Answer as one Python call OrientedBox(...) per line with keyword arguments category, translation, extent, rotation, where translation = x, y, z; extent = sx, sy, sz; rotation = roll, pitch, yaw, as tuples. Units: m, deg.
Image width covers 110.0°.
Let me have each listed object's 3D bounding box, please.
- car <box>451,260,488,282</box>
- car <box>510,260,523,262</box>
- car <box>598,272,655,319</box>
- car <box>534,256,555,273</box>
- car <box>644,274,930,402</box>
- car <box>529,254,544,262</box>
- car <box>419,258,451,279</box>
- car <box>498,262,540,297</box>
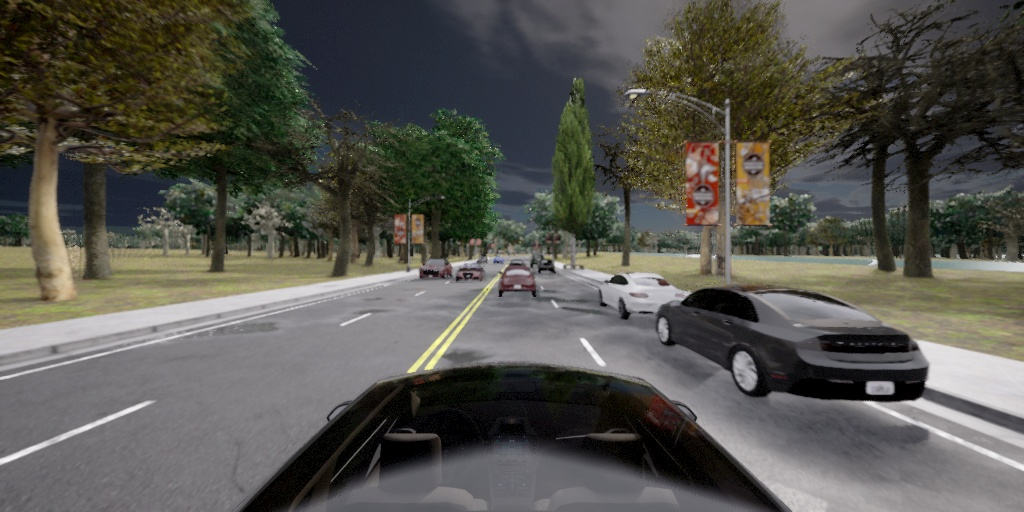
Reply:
OrientedBox(category="car", translation=(-3.071, 1.213, 27.208), extent=(1.994, 1.385, 4.181), rotation=(0, 0, 1))
OrientedBox(category="car", translation=(0.495, 1.120, 37.135), extent=(1.837, 1.490, 4.892), rotation=(0, 0, 1))
OrientedBox(category="car", translation=(4.330, 1.267, 12.543), extent=(1.812, 1.442, 4.674), rotation=(0, 0, 1))
OrientedBox(category="car", translation=(3.749, 1.119, 40.208), extent=(1.837, 1.490, 4.892), rotation=(0, 1, 1))
OrientedBox(category="car", translation=(4.260, 1.264, 6.544), extent=(1.837, 1.490, 4.892), rotation=(0, 0, 1))
OrientedBox(category="car", translation=(3.848, 0.728, 54.253), extent=(2.150, 2.045, 5.566), rotation=(0, 0, 1))
OrientedBox(category="car", translation=(-6.286, 0.971, 30.076), extent=(2.097, 1.767, 4.553), rotation=(0, 0, 1))
OrientedBox(category="car", translation=(0.274, 1.226, 18.602), extent=(1.812, 1.442, 4.674), rotation=(0, 0, 0))
